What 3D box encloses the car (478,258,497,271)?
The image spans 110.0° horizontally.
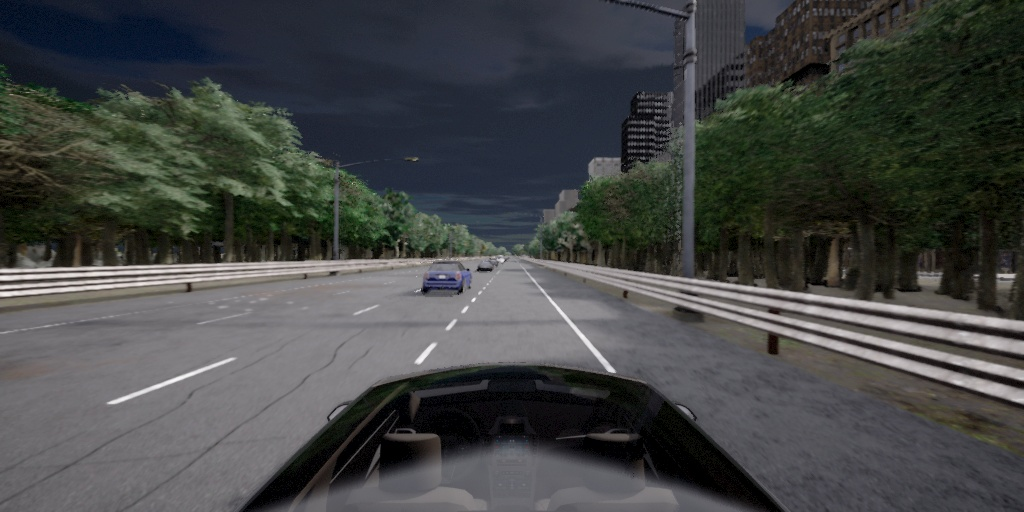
[{"bbox_3d":[-3.397,1.288,47.077,1.994,1.385,4.181,1,0,0],"label":"car"}]

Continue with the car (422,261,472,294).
[{"bbox_3d":[-3.458,1.061,19.903,2.097,1.767,4.553,1,0,0],"label":"car"}]

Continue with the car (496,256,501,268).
[{"bbox_3d":[-3.362,1.273,63.075,1.812,1.442,4.674,1,0,0],"label":"car"}]
